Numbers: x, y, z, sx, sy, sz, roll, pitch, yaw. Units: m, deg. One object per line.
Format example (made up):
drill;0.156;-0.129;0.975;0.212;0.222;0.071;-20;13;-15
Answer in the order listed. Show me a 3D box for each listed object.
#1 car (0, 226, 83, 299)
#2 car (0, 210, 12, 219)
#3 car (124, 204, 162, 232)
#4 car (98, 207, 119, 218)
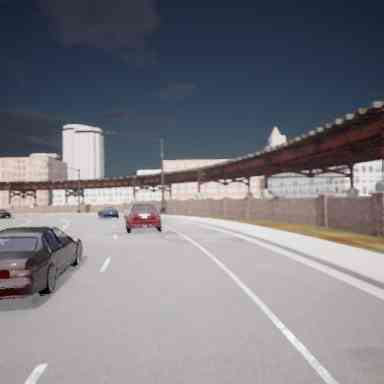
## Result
car;-4.224;1.614;8.680;2.033;1.411;5.357;-1;0;-8
car;-31.806;3.748;55.898;2.033;1.411;5.357;0;-3;-41
car;-3.284;1.541;21.584;2.097;1.767;4.553;-1;-1;-13
car;-10.565;2.565;41.802;1.994;1.385;4.181;-1;-2;-25
